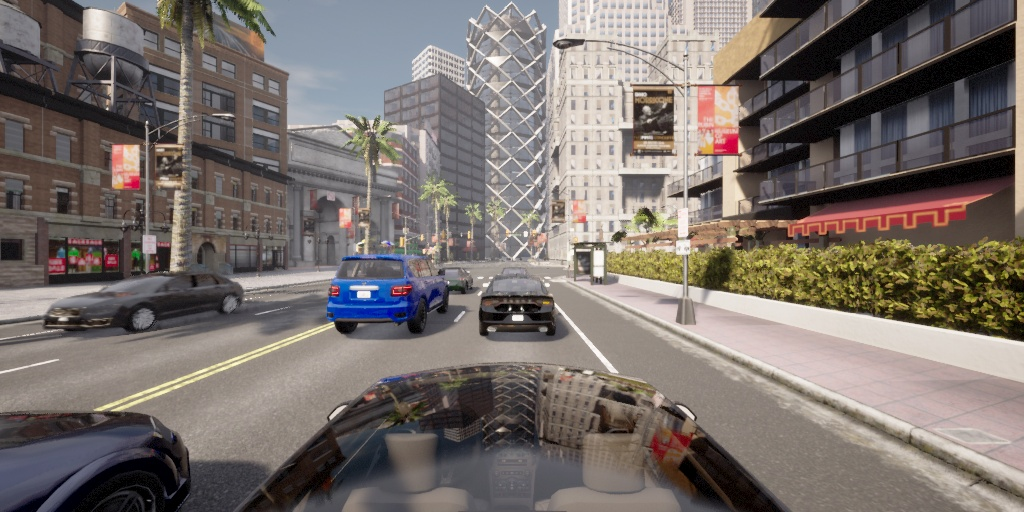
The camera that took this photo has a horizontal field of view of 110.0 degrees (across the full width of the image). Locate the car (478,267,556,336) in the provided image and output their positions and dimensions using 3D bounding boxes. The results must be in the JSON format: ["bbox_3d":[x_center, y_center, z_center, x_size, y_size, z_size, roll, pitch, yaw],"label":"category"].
[{"bbox_3d":[0.131,1.228,10.471,1.882,1.535,5.008,0,0,0],"label":"car"}]

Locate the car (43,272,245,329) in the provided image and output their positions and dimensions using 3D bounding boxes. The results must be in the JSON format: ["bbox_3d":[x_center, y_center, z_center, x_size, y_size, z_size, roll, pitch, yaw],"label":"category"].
[{"bbox_3d":[-10.549,1.257,10.878,1.837,1.490,4.892,0,0,1],"label":"car"}]

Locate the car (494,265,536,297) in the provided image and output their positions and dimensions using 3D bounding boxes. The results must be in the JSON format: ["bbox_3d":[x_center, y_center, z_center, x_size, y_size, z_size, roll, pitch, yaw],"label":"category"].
[{"bbox_3d":[0.144,1.297,20.061,2.033,1.411,5.357,0,0,0],"label":"car"}]

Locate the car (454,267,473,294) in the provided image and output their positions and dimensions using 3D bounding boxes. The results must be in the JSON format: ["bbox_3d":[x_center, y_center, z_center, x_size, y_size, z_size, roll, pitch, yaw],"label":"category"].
[{"bbox_3d":[-3.350,1.314,20.235,1.994,1.385,4.181,0,0,0],"label":"car"}]

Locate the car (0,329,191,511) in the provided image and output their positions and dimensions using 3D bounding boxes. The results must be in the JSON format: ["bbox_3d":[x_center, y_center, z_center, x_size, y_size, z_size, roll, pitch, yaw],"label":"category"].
[{"bbox_3d":[-3.341,1.314,0.867,1.994,1.385,4.181,0,0,0],"label":"car"}]

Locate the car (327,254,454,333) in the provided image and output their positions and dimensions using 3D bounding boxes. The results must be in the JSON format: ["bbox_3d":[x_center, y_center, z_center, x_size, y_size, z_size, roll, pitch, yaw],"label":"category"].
[{"bbox_3d":[-3.376,0.971,10.876,2.150,2.045,5.566,0,0,0],"label":"car"}]
